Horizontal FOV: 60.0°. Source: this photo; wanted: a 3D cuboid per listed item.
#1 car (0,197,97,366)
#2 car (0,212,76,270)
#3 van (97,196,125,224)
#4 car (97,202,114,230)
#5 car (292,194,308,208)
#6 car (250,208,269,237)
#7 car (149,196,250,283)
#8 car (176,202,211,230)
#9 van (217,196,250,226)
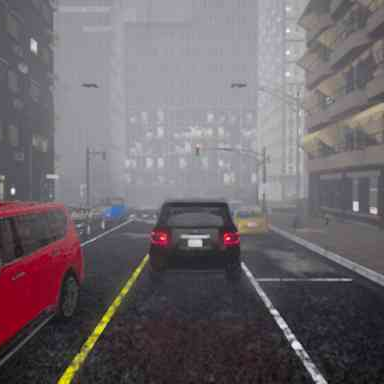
[{"bbox_3d":[-3.094,1.193,4.057,2.150,2.045,5.566,0,0,0],"label":"car"},{"bbox_3d":[-5.684,1.488,11.350,1.947,1.339,4.313,-1,0,0],"label":"car"},{"bbox_3d":[-5.672,1.189,22.553,1.690,1.788,3.998,-1,0,0],"label":"van"},{"bbox_3d":[-5.677,1.436,16.953,2.008,1.369,4.403,-1,0,0],"label":"car"},{"bbox_3d":[15.296,1.066,41.826,5.009,1.841,2.192,0,1,0],"label":"car"},{"bbox_3d":[2.703,1.410,17.082,1.752,1.417,4.829,-1,0,0],"label":"car"},{"bbox_3d":[0.086,1.154,9.630,2.150,2.045,5.566,0,0,0],"label":"car"},{"bbox_3d":[0.095,1.423,20.856,1.994,1.385,4.181,0,0,0],"label":"car"},{"bbox_3d":[2.708,1.190,22.513,1.690,1.788,3.998,-1,0,0],"label":"van"}]
